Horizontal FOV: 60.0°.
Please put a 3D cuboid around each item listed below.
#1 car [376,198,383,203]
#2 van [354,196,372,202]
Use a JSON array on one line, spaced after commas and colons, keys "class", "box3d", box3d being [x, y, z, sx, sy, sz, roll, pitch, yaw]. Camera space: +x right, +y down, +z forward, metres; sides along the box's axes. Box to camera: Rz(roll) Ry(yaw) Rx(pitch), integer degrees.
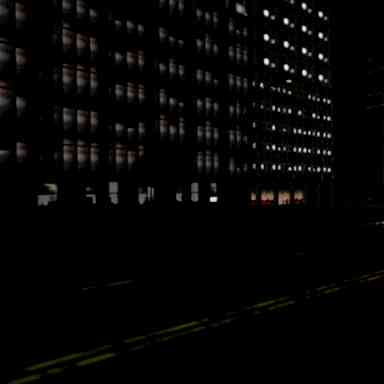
[{"class": "car", "box3d": [46.552, 2.060, 79.957, 1.802, 1.307, 4.206, 0, 0, -34]}, {"class": "van", "box3d": [43.469, 1.806, 84.573, 1.690, 1.788, 3.998, 0, 0, -34]}]
